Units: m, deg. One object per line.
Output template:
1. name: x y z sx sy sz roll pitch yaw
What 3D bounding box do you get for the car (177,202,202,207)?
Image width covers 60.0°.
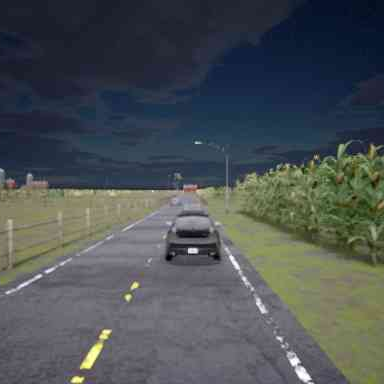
1. car: 0.039 1.680 27.001 1.895 1.301 4.718 0 0 1

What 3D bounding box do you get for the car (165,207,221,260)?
1. car: 0.046 1.546 12.616 1.837 1.490 4.892 0 0 0

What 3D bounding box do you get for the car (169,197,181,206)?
1. car: -2.815 1.676 56.984 1.812 1.442 4.674 0 0 0
